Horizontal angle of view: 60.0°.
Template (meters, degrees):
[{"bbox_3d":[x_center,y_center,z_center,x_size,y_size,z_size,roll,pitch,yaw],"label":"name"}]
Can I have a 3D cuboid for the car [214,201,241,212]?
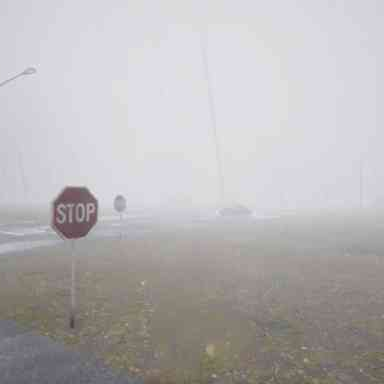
[{"bbox_3d":[5.180,2.104,47.930,1.994,1.385,4.181,1,0,36],"label":"car"}]

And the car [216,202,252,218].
[{"bbox_3d":[4.703,1.972,35.305,1.812,1.442,4.674,1,0,36],"label":"car"}]

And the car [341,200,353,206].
[{"bbox_3d":[37.905,2.659,81.303,1.994,1.385,4.181,1,0,36],"label":"car"}]
